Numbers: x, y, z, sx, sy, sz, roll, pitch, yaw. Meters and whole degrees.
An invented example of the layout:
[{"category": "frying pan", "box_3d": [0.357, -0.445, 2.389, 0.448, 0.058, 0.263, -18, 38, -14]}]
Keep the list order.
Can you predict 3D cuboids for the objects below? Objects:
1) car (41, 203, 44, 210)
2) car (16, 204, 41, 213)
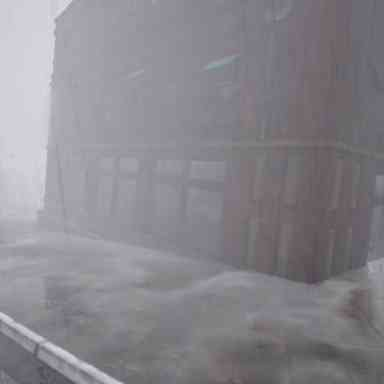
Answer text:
[{"category": "car", "box_3d": [-27.244, 2.841, 62.371, 1.837, 1.490, 4.892, 5, -3, -7]}, {"category": "car", "box_3d": [-25.994, 2.567, 52.434, 1.994, 1.385, 4.181, 5, -3, -7]}]
